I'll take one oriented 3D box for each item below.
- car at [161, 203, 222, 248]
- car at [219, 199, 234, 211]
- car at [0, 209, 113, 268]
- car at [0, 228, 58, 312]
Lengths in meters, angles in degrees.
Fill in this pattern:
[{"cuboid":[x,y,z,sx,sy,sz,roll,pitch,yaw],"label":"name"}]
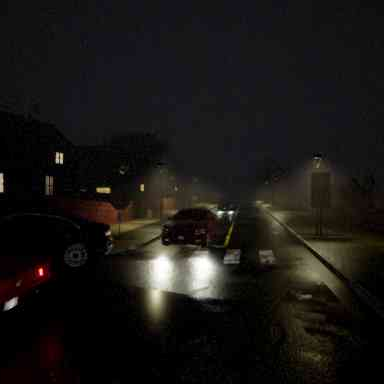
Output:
[{"cuboid":[0.057,1.471,15.112,1.882,1.535,5.008,0,0,11],"label":"car"},{"cuboid":[4.172,1.513,40.458,2.033,1.411,5.357,0,0,9],"label":"car"},{"cuboid":[-4.775,1.232,9.596,4.902,1.511,2.128,5,0,-18],"label":"car"},{"cuboid":[-4.962,1.320,5.378,4.718,1.301,1.895,3,1,7],"label":"car"}]
